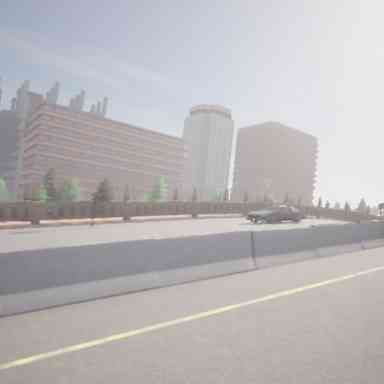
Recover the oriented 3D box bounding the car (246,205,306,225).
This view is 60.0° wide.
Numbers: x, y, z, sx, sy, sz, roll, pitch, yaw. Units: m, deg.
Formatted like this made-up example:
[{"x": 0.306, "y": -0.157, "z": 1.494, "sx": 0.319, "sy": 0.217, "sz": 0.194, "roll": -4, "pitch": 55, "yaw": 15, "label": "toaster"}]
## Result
[{"x": 6.668, "y": 1.715, "z": 25.949, "sx": 5.357, "sy": 1.411, "sz": 2.033, "roll": 2, "pitch": -1, "yaw": -36, "label": "car"}]
